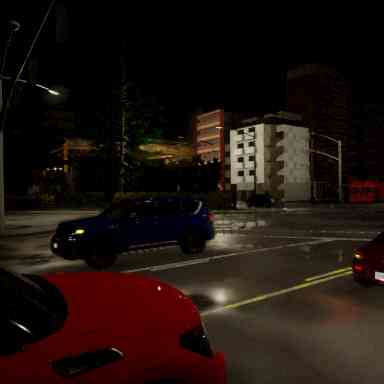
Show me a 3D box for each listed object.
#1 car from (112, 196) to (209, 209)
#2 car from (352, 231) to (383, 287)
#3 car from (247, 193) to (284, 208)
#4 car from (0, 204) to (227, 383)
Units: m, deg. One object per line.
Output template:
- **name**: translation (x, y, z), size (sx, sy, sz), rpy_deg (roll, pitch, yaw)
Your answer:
- **car**: translation (-1.759, 1.177, 11.372), size (5.566, 2.045, 2.150), rpy_deg (-1, 0, -36)
- **car**: translation (5.548, 1.433, 7.718), size (4.674, 1.442, 1.812), rpy_deg (-1, 1, -35)
- **car**: translation (8.616, 0.943, 39.342), size (2.097, 1.767, 4.553), rpy_deg (-1, 1, -35)
- **car**: translation (-2.355, 1.222, 2.061), size (5.566, 2.045, 2.150), rpy_deg (0, 0, -35)
